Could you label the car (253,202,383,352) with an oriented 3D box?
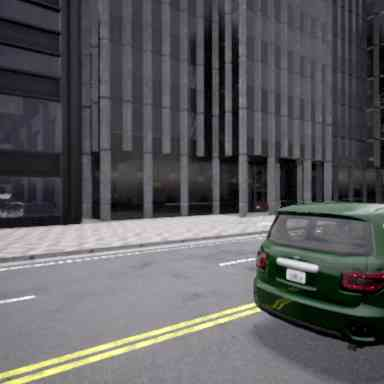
[{"bbox_3d":[3.565,1.199,5.982,5.566,2.045,2.150,0,0,-35],"label":"car"}]
